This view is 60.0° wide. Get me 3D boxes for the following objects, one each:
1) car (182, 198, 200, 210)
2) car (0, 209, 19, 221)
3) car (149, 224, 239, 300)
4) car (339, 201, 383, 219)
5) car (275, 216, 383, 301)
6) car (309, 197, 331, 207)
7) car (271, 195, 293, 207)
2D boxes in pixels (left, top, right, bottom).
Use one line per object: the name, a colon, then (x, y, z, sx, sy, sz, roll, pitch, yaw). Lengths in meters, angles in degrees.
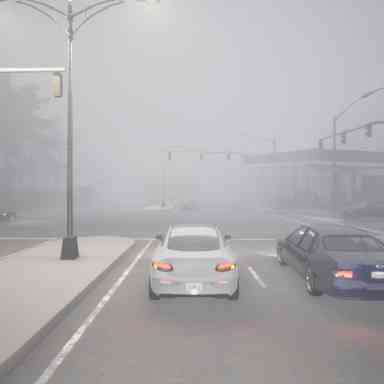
car: (-0.148, 1.471, 41.294, 1.812, 1.442, 4.674, 0, 0, 0)
car: (-15.551, 1.483, 23.992, 5.357, 1.411, 2.033, 0, 0, 0)
car: (0.036, 1.516, 8.218, 1.812, 1.442, 4.674, 0, 0, 0)
car: (14.761, 1.522, 27.708, 4.674, 1.442, 1.812, 0, 0, -1)
car: (3.515, 1.545, 8.524, 2.033, 1.411, 5.357, 0, 0, 3)
car: (18.651, 1.433, 48.642, 1.970, 1.475, 3.806, 0, 0, 0)
car: (12.911, 1.260, 47.843, 2.242, 1.667, 4.611, 0, 0, 0)
